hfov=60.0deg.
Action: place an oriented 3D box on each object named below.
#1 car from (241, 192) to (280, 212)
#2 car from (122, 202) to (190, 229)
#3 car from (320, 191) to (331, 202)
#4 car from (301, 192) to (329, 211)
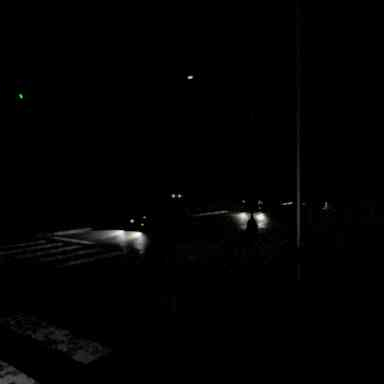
[{"bbox_3d":[6.293,0.845,30.361,2.097,1.767,4.553,0,1,36],"label":"car"},{"bbox_3d":[-1.951,1.294,18.855,1.994,1.385,4.181,0,1,35],"label":"car"},{"bbox_3d":[18.220,0.698,46.859,1.837,1.490,4.892,0,1,36],"label":"car"},{"bbox_3d":[11.365,0.997,31.952,1.994,1.385,4.181,0,1,36],"label":"car"}]
